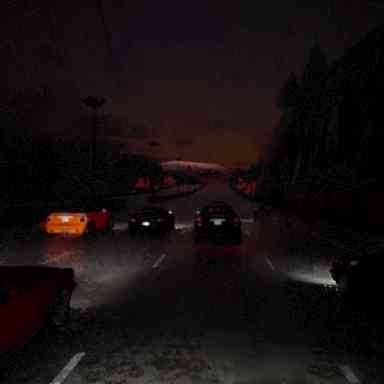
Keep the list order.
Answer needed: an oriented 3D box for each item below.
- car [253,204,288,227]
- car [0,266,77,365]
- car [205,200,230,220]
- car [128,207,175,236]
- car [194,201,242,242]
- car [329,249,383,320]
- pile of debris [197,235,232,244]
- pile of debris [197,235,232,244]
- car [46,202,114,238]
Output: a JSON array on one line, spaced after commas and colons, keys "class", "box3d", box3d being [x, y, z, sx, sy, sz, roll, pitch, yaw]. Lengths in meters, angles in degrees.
[{"class": "car", "box3d": [5.221, 1.501, 22.400, 1.812, 1.442, 4.674, 0, 0, 4]}, {"class": "car", "box3d": [-3.123, 1.580, 4.010, 1.895, 1.301, 4.718, 0, 0, 3]}, {"class": "car", "box3d": [2.240, 1.497, 29.347, 2.033, 1.411, 5.357, 0, 0, 4]}, {"class": "car", "box3d": [-2.112, 1.518, 18.306, 1.994, 1.385, 4.181, 0, 0, 4]}, {"class": "car", "box3d": [1.248, 1.325, 16.294, 2.097, 1.767, 4.553, 0, 0, 4]}, {"class": "car", "box3d": [3.923, 1.552, 5.176, 2.033, 1.411, 5.357, 0, 0, 4]}, {"class": "pile of debris", "box3d": [1.039, 2.148, 15.171, 1.500, 0.140, 1.860, 0, 0, 4]}, {"class": "pile of debris", "box3d": [1.039, 2.148, 15.171, 1.500, 0.140, 1.860, 0, 0, 4]}, {"class": "car", "box3d": [-5.684, 1.294, 17.451, 2.097, 1.767, 4.553, 0, 0, 4]}]
